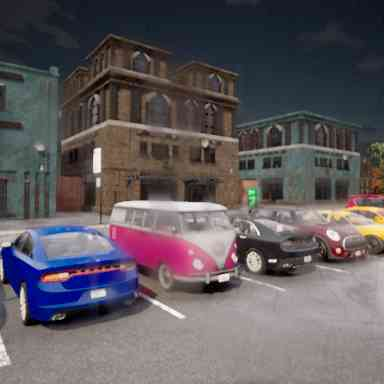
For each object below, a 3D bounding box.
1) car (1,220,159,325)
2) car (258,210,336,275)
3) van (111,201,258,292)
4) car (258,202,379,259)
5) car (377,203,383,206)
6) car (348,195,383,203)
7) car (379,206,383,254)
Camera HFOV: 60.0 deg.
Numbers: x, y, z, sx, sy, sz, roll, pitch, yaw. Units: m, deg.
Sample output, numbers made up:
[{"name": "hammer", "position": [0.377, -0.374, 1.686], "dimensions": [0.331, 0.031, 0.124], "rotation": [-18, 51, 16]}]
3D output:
[{"name": "car", "position": [-2.937, 1.478, 7.346], "dimensions": [2.097, 1.535, 5.008], "rotation": [0, 0, -36]}, {"name": "car", "position": [1.592, 1.472, 10.584], "dimensions": [2.231, 1.521, 4.892], "rotation": [0, 0, -36]}, {"name": "van", "position": [-0.609, 1.249, 8.874], "dimensions": [1.878, 1.987, 4.442], "rotation": [0, 0, -36]}, {"name": "car", "position": [3.935, 1.341, 12.306], "dimensions": [2.185, 1.767, 4.553], "rotation": [0, 0, -36]}, {"name": "car", "position": [8.376, 1.458, 15.451], "dimensions": [2.097, 1.535, 5.008], "rotation": [0, 0, -36]}, {"name": "car", "position": [10.659, 1.202, 17.042], "dimensions": [2.435, 2.045, 5.566], "rotation": [0, 0, -36]}, {"name": "car", "position": [6.223, 1.459, 13.676], "dimensions": [1.946, 1.575, 5.366], "rotation": [0, 0, -36]}]
